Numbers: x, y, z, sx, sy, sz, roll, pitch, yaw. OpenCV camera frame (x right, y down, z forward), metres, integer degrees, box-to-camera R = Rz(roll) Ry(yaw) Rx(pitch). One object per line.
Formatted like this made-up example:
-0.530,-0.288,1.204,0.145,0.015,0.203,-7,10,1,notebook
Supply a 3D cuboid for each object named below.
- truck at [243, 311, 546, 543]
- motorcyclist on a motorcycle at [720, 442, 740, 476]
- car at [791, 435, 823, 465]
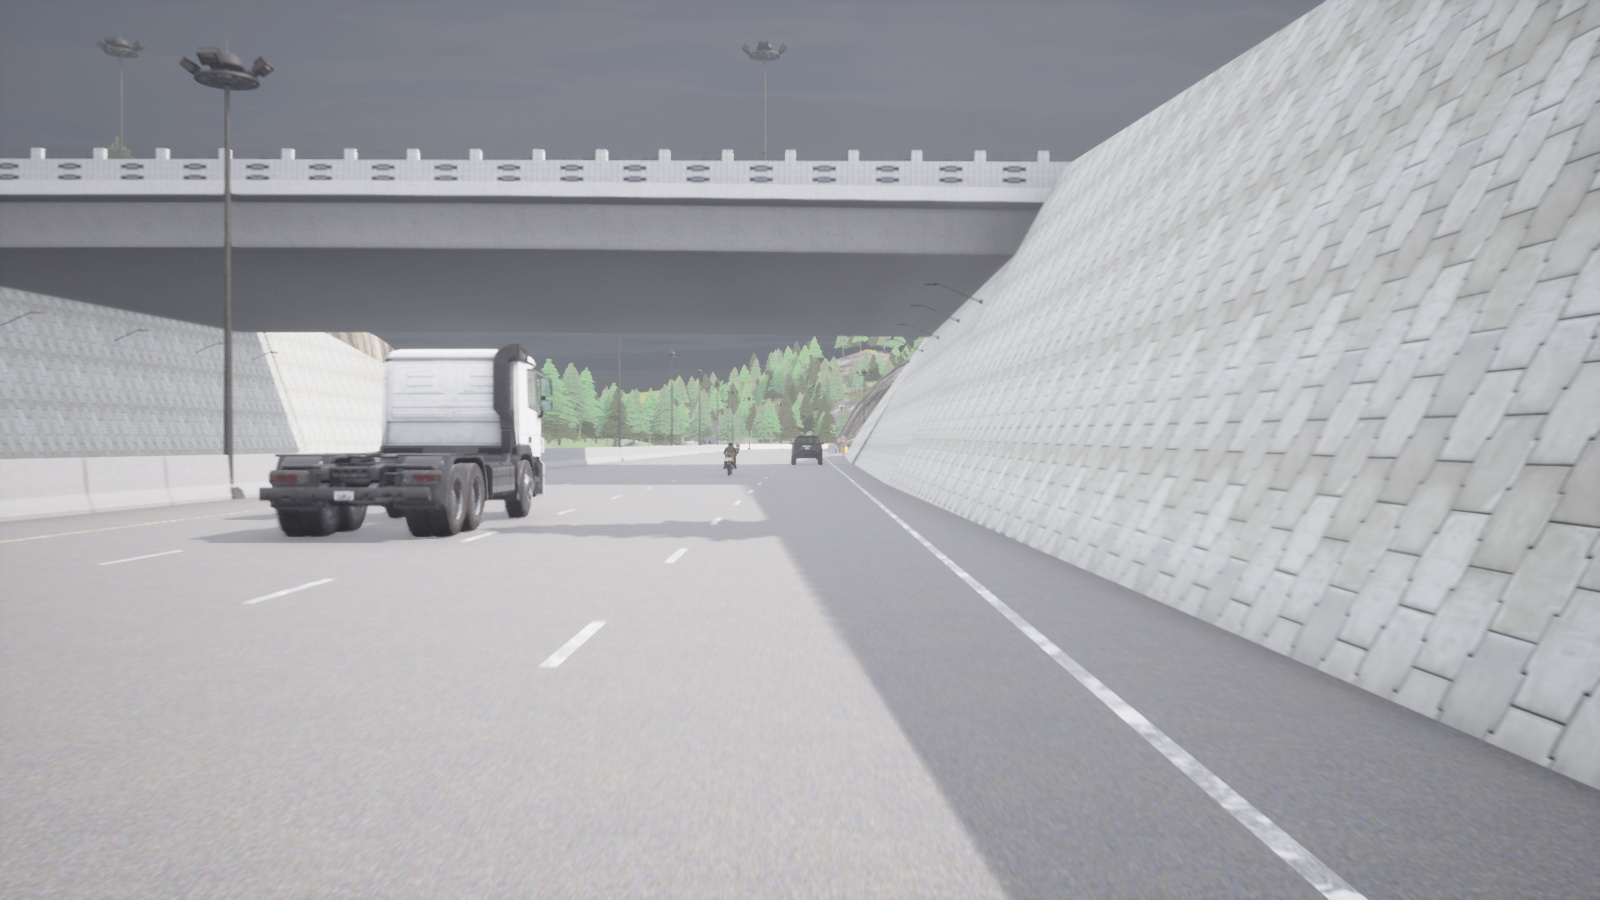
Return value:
-6.855,-0.367,22.717,2.891,3.462,7.936,0,0,0,truck
-3.161,0.409,56.928,0.797,1.523,2.044,0,0,0,motorcyclist on a motorcycle
0.491,-0.027,88.349,2.150,2.045,5.566,0,0,0,car
